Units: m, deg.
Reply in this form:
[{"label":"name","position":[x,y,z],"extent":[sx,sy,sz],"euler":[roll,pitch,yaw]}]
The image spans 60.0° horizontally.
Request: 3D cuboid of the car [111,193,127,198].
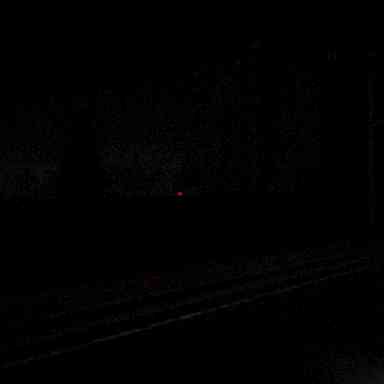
[{"label":"car","position":[-11.765,1.220,52.546],"extent":[2.150,2.045,5.566],"euler":[0,0,-34]}]
